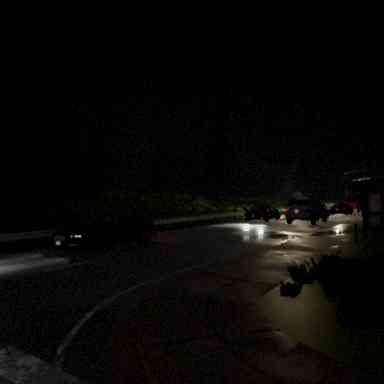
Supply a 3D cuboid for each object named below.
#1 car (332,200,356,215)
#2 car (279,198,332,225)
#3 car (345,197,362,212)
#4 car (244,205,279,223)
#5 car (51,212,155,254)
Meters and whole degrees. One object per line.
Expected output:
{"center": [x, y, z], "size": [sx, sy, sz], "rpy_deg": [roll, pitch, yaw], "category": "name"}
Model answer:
{"center": [17.421, 1.948, 38.981], "size": [1.994, 1.385, 4.181], "rpy_deg": [-1, -1, 35], "category": "car"}
{"center": [9.365, 1.499, 27.069], "size": [2.150, 2.045, 5.566], "rpy_deg": [-1, -1, 36], "category": "car"}
{"center": [23.058, 1.680, 47.334], "size": [2.150, 2.045, 5.566], "rpy_deg": [-1, -1, 34], "category": "car"}
{"center": [6.063, 1.776, 28.615], "size": [1.994, 1.385, 4.181], "rpy_deg": [-1, -1, 34], "category": "car"}
{"center": [-3.664, 1.669, 14.516], "size": [2.128, 1.511, 4.902], "rpy_deg": [-1, -1, 34], "category": "car"}
